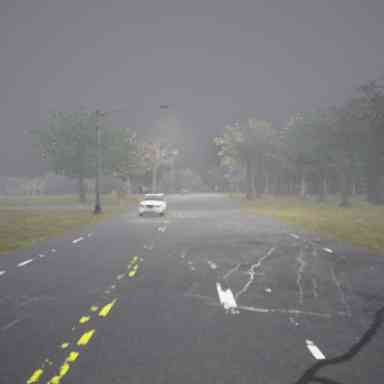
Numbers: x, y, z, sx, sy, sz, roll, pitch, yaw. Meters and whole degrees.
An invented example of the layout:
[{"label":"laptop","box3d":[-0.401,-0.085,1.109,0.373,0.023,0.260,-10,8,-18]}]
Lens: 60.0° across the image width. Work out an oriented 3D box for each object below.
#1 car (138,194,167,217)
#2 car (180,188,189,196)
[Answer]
[{"label":"car","box3d":[-3.599,1.182,31.221,2.150,2.045,5.566,0,0,0]},{"label":"car","box3d":[-2.047,-0.020,91.125,2.150,2.045,5.566,0,1,2]}]
